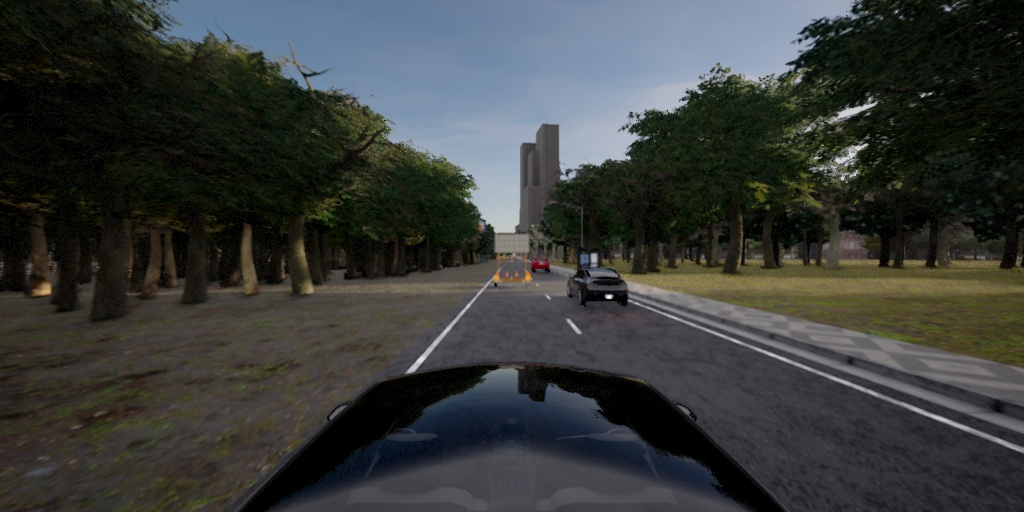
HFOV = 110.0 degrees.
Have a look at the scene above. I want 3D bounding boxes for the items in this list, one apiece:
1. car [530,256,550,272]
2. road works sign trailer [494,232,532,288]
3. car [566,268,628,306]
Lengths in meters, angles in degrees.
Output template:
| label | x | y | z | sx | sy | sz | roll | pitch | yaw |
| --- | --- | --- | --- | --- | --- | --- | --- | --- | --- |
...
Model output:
| label | x | y | z | sx | sy | sz | roll | pitch | yaw |
| --- | --- | --- | --- | --- | --- | --- | --- | --- | --- |
| car | 3.607 | 1.010 | 46.445 | 2.150 | 2.045 | 5.566 | 0 | 0 | 0 |
| road works sign trailer | 0.003 | 0.223 | 23.562 | 2.380 | 3.560 | 2.880 | 0 | 0 | 0 |
| car | 3.602 | 1.258 | 15.710 | 1.837 | 1.490 | 4.892 | 0 | 0 | 0 |
